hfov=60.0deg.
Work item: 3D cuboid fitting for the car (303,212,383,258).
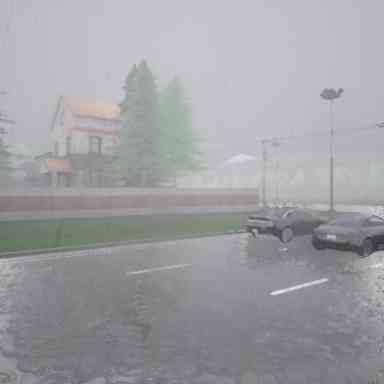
[{"bbox_3d":[6.484,1.527,12.716,4.181,1.385,1.994,0,0,-35],"label":"car"}]

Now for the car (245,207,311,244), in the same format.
[{"bbox_3d":[4.700,1.454,15.742,4.902,1.511,2.128,0,0,-35],"label":"car"}]
